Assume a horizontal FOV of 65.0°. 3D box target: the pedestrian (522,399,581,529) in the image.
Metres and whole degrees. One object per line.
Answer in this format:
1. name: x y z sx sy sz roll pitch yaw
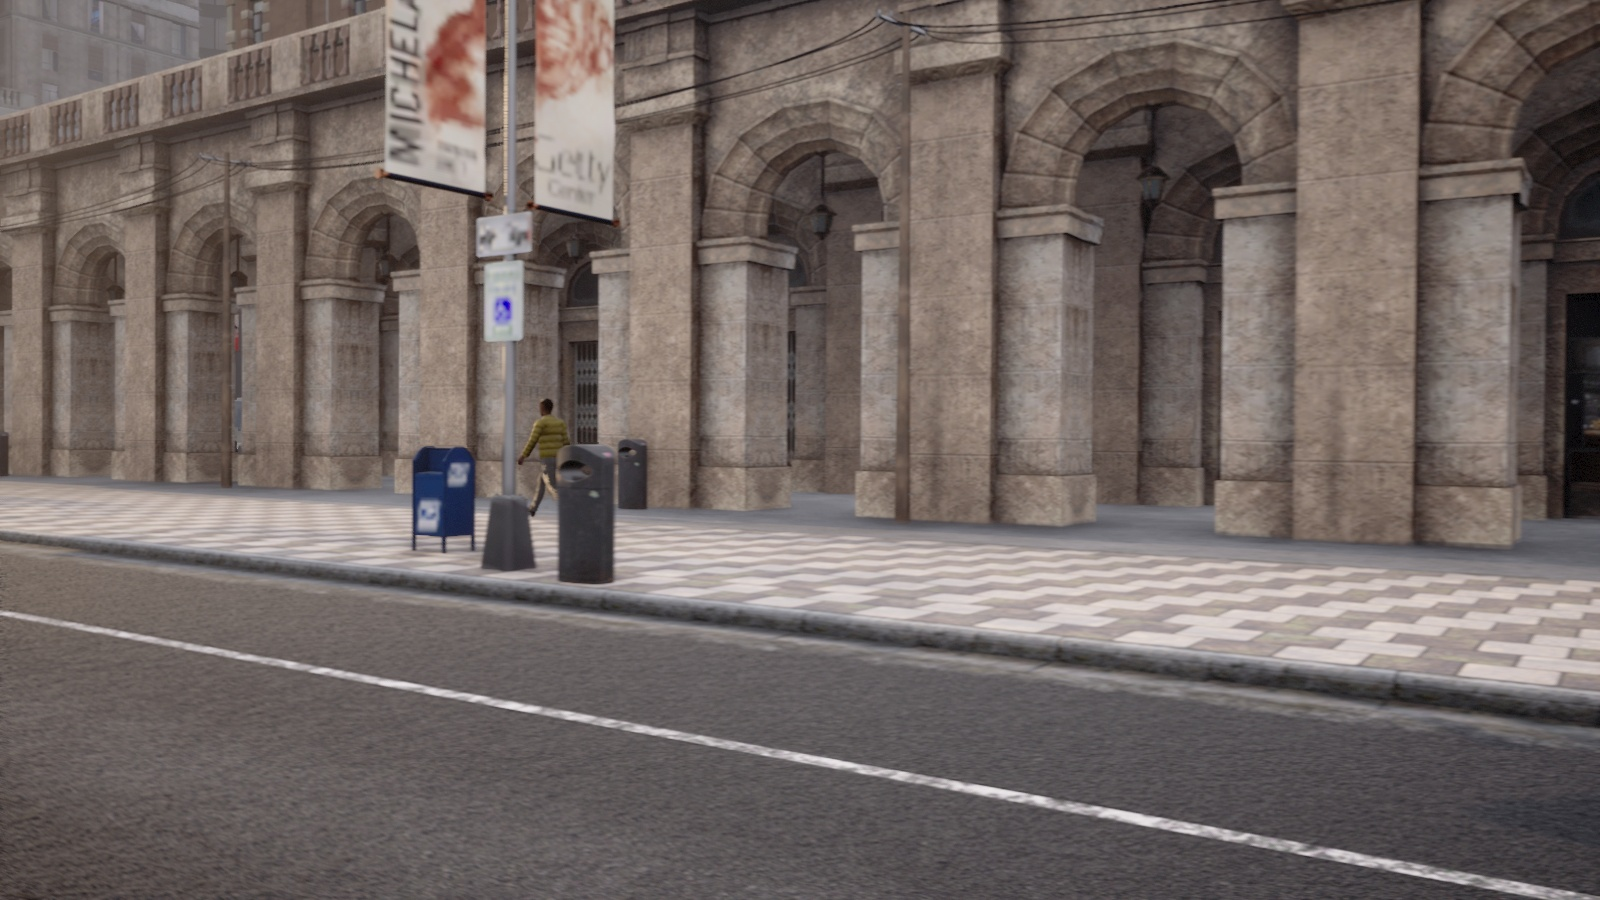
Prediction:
1. pedestrian: -3.600 0.195 18.196 0.709 1.840 0.431 0 1 34
